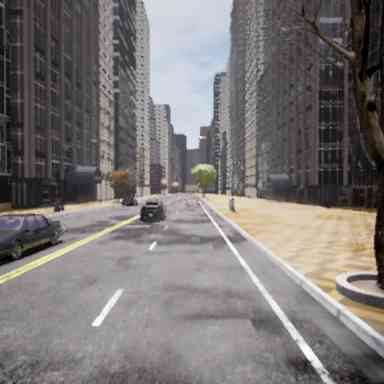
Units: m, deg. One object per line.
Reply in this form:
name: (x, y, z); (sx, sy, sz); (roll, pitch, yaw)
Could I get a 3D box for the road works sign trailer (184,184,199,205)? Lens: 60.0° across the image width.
road works sign trailer: (-0.014, 0.390, 56.321); (2.380, 3.560, 2.880); (-1, 0, 1)

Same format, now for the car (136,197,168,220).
car: (-3.147, 1.480, 27.799); (1.837, 1.490, 4.892); (0, 1, 0)

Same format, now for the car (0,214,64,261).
car: (-6.600, 1.535, 12.485); (2.033, 1.411, 5.357); (0, 0, 0)

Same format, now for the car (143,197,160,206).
car: (-6.540, 1.496, 53.740); (2.033, 1.411, 5.357); (0, 0, 1)

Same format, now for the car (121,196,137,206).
car: (-9.806, 1.427, 52.318); (1.882, 1.535, 5.008); (0, 0, 1)
